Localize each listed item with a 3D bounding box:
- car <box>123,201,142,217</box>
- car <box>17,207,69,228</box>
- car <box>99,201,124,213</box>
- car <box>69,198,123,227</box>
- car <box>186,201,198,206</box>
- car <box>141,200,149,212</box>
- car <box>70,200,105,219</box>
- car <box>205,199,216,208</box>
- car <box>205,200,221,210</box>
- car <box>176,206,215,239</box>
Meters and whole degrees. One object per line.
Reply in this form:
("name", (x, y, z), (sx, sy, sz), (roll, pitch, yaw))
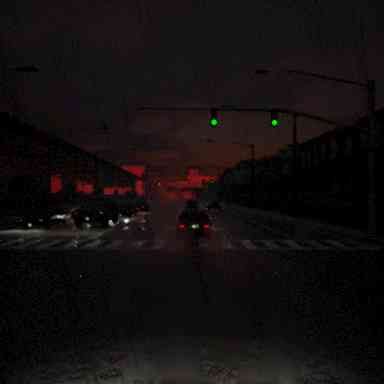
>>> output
("car", (-7.018, 1.895, 35.504), (2.033, 1.411, 5.357), (0, -1, 0))
("car", (-10.589, 1.787, 24.388), (2.033, 1.411, 5.357), (0, -1, 0))
("car", (-10.508, 1.921, 43.807), (2.128, 1.511, 4.902), (0, -1, 0))
("car", (-7.092, 1.470, 25.266), (2.150, 2.045, 5.566), (0, -1, 0))
("car", (-0.009, 2.056, 51.951), (2.033, 1.411, 5.357), (0, -1, 0))
("car", (-7.008, 1.953, 45.768), (1.837, 1.490, 4.892), (0, -1, 0))
("car", (-10.533, 1.683, 33.784), (2.097, 1.767, 4.553), (0, -1, 0))
("car", (3.489, 2.137, 62.495), (1.812, 1.442, 4.674), (0, -1, 0))
("car", (3.492, 2.075, 52.554), (1.994, 1.385, 4.181), (0, -1, 0))
("car", (0.097, 1.728, 18.378), (2.033, 1.411, 5.357), (0, -1, 0))
